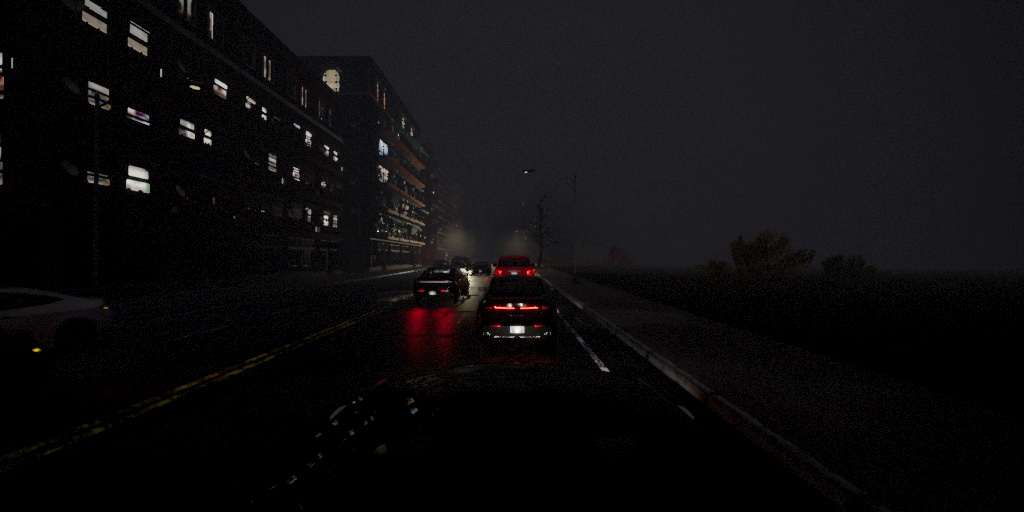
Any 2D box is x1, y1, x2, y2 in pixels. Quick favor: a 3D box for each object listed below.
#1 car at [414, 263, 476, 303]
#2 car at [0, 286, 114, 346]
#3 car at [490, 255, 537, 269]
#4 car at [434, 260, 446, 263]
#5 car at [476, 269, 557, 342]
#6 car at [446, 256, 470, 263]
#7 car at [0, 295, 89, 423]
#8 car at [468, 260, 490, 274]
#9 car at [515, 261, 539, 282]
[{"bbox_3d":[-3.137,1.243,16.592,2.128,1.511,4.902,0,0,0],"label":"car"},{"bbox_3d":[-9.845,1.276,6.093,1.812,1.442,4.674,0,0,0],"label":"car"},{"bbox_3d":[0.116,0.974,20.095,2.150,2.045,5.566,0,0,0],"label":"car"},{"bbox_3d":[-9.805,1.257,49.478,1.837,1.490,4.892,0,0,0],"label":"car"},{"bbox_3d":[0.109,1.256,9.748,1.837,1.490,4.892,0,0,0],"label":"car"},{"bbox_3d":[-6.561,0.974,45.937,2.150,2.045,5.566,0,0,0],"label":"car"},{"bbox_3d":[-6.598,1.276,2.463,1.812,1.442,4.674,0,0,0],"label":"car"},{"bbox_3d":[-3.127,1.279,37.575,1.812,1.442,4.674,0,0,0],"label":"car"},{"bbox_3d":[1.164,1.209,30.503,1.801,1.575,5.366,0,0,0],"label":"car"}]
